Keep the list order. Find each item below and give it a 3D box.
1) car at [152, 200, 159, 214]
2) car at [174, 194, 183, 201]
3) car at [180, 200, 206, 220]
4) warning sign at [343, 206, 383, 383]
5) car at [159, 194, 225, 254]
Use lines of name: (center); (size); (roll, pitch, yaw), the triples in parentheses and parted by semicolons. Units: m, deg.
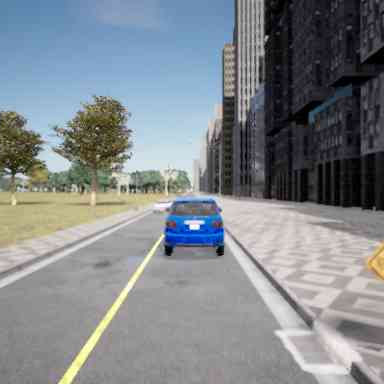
car: (-3.114, 1.558, 36.260); (1.812, 1.442, 4.674); (0, 0, 0)
car: (-3.042, 1.155, 76.790); (1.882, 1.535, 5.008); (0, 0, 0)
car: (0.077, 1.521, 29.898); (2.128, 1.511, 4.902); (0, 0, 0)
warning sign: (2.710, 1.123, 3.999); (1.300, 1.860, 1.060); (0, 0, 0)
car: (0.085, 1.241, 13.621); (2.150, 2.045, 5.566); (0, 0, 0)
